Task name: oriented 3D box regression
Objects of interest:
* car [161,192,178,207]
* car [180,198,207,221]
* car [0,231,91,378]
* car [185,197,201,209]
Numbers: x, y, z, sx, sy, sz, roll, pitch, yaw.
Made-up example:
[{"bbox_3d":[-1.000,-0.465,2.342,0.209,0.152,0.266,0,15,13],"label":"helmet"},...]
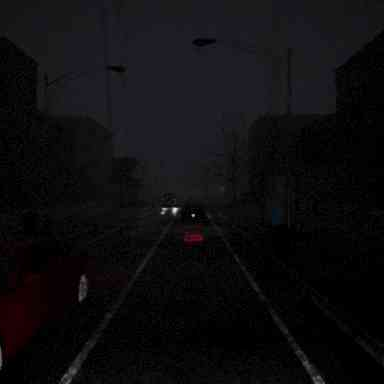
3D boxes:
[{"bbox_3d":[-3.096,1.029,46.849,2.150,2.045,5.566,0,1,0],"label":"car"},{"bbox_3d":[0.095,1.419,26.306,1.837,1.490,4.892,0,0,0],"label":"car"},{"bbox_3d":[-3.101,1.475,5.167,1.882,1.535,5.008,0,0,0],"label":"car"},{"bbox_3d":[0.093,1.393,43.018,1.994,1.385,4.181,0,0,0],"label":"car"}]
